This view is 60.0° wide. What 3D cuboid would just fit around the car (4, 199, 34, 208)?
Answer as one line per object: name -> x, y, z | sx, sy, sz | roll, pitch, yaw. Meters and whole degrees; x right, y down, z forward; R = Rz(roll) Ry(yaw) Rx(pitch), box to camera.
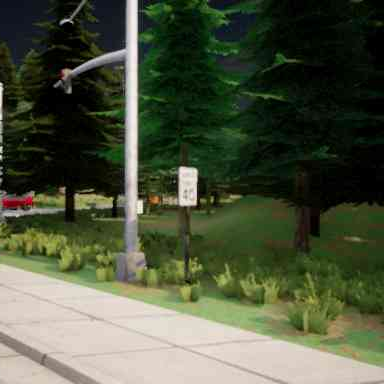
car -> -18.930, 1.042, 33.908 | 2.150, 2.045, 5.566 | 0, 0, 23
